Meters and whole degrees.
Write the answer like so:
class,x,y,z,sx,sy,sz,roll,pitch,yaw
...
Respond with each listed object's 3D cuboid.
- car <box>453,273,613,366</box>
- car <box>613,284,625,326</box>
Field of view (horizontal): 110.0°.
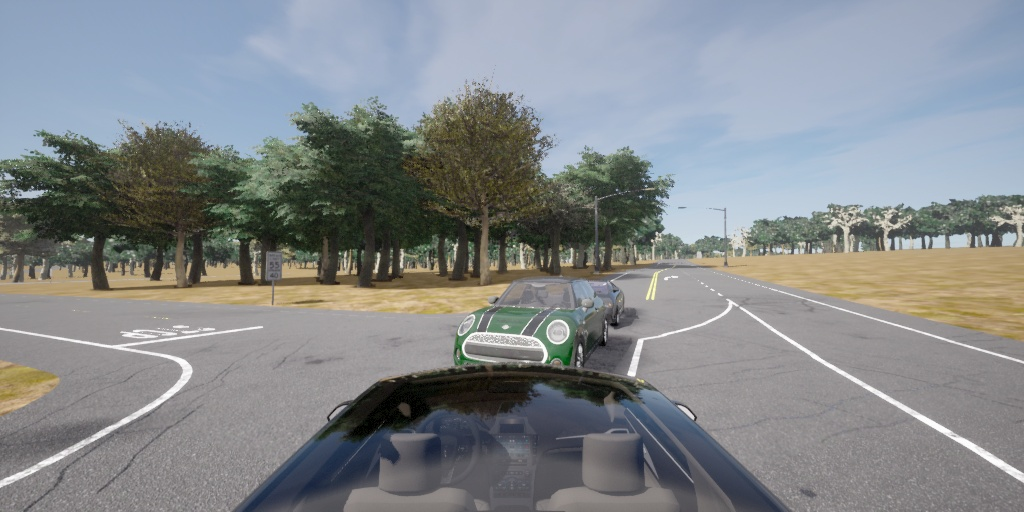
class,x,y,z,sx,sy,sz,roll,pitch,yaw
car,0.678,1.222,7.468,2.097,1.767,4.553,-1,-2,22
car,2.901,1.554,12.901,1.994,1.385,4.181,-2,0,22
